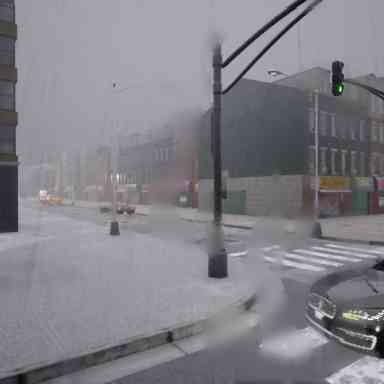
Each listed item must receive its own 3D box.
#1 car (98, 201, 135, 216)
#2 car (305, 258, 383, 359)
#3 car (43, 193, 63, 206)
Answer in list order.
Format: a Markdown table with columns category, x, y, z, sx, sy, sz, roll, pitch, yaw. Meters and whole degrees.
| category | x | y | z | sx | sy | sz | roll | pitch | yaw |
| --- | --- | --- | --- | --- | --- | --- | --- | --- | --- |
| car | -7.102 | 1.503 | 30.783 | 1.895 | 1.301 | 4.718 | 0 | 0 | -36 |
| car | 4.217 | 1.504 | 5.075 | 4.892 | 1.490 | 1.837 | 0 | -3 | -7 |
| car | -21.132 | 1.176 | 50.366 | 2.097 | 1.767 | 4.553 | 0 | 0 | -35 |
